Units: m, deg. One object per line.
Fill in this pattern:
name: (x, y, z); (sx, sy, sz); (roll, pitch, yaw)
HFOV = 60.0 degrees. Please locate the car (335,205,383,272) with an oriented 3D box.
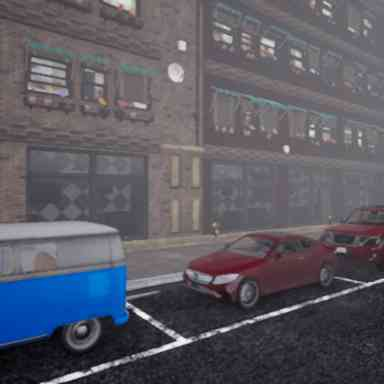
car: (6.400, 1.379, 11.148); (5.009, 1.841, 2.192); (0, 0, -36)

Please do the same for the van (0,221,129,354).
van: (-2.865, 1.342, 4.516); (3.998, 1.788, 1.690); (0, 0, -36)

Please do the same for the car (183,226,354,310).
car: (1.767, 1.614, 7.831); (4.206, 1.307, 1.802); (0, 0, -36)
